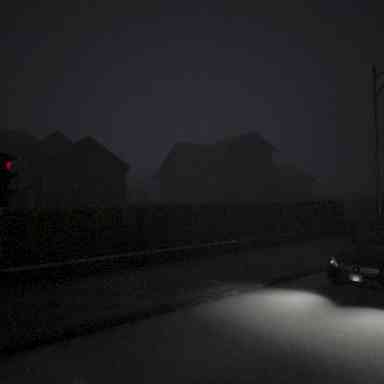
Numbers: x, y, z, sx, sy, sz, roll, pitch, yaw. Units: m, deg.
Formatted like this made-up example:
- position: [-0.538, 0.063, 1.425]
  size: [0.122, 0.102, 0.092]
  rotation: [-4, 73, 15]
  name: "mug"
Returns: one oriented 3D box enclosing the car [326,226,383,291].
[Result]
- position: [5.432, 1.630, 8.770]
  size: [4.674, 1.442, 1.812]
  rotation: [0, -2, -38]
  name: "car"
